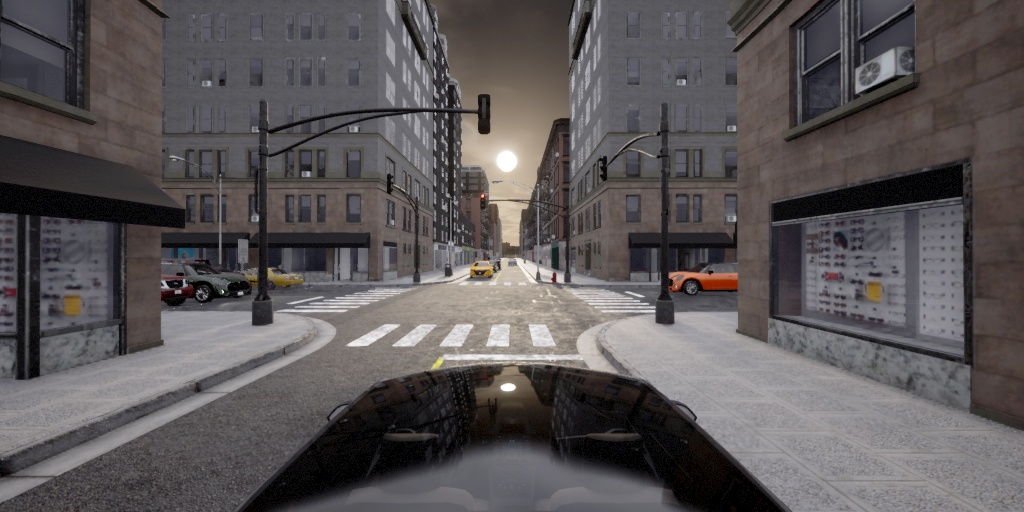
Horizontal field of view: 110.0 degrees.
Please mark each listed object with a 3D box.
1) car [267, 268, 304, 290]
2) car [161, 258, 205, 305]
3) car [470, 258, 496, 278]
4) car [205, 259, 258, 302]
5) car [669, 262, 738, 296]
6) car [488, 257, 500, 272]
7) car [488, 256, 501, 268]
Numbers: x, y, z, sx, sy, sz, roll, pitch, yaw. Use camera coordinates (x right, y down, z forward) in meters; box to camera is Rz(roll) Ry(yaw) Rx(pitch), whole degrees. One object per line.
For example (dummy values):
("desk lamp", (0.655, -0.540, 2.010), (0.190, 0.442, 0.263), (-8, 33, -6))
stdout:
("car", (-15.234, 1.280, 21.531), (4.829, 1.417, 1.751), (0, 0, 0))
("car", (-15.090, 1.035, 13.505), (5.009, 1.841, 2.192), (0, 0, 0))
("car", (-2.820, 1.223, 33.855), (1.882, 1.535, 5.008), (0, 0, 0))
("car", (-14.378, 1.084, 16.045), (4.553, 1.767, 2.097), (0, 0, 0))
("car", (10.436, 1.120, 18.983), (4.553, 1.767, 2.097), (0, 0, 1))
("car", (-2.814, 1.246, 44.258), (1.837, 1.490, 4.892), (0, 0, 0))
("car", (-2.799, 0.955, 54.851), (2.150, 2.045, 5.566), (0, 0, 0))
